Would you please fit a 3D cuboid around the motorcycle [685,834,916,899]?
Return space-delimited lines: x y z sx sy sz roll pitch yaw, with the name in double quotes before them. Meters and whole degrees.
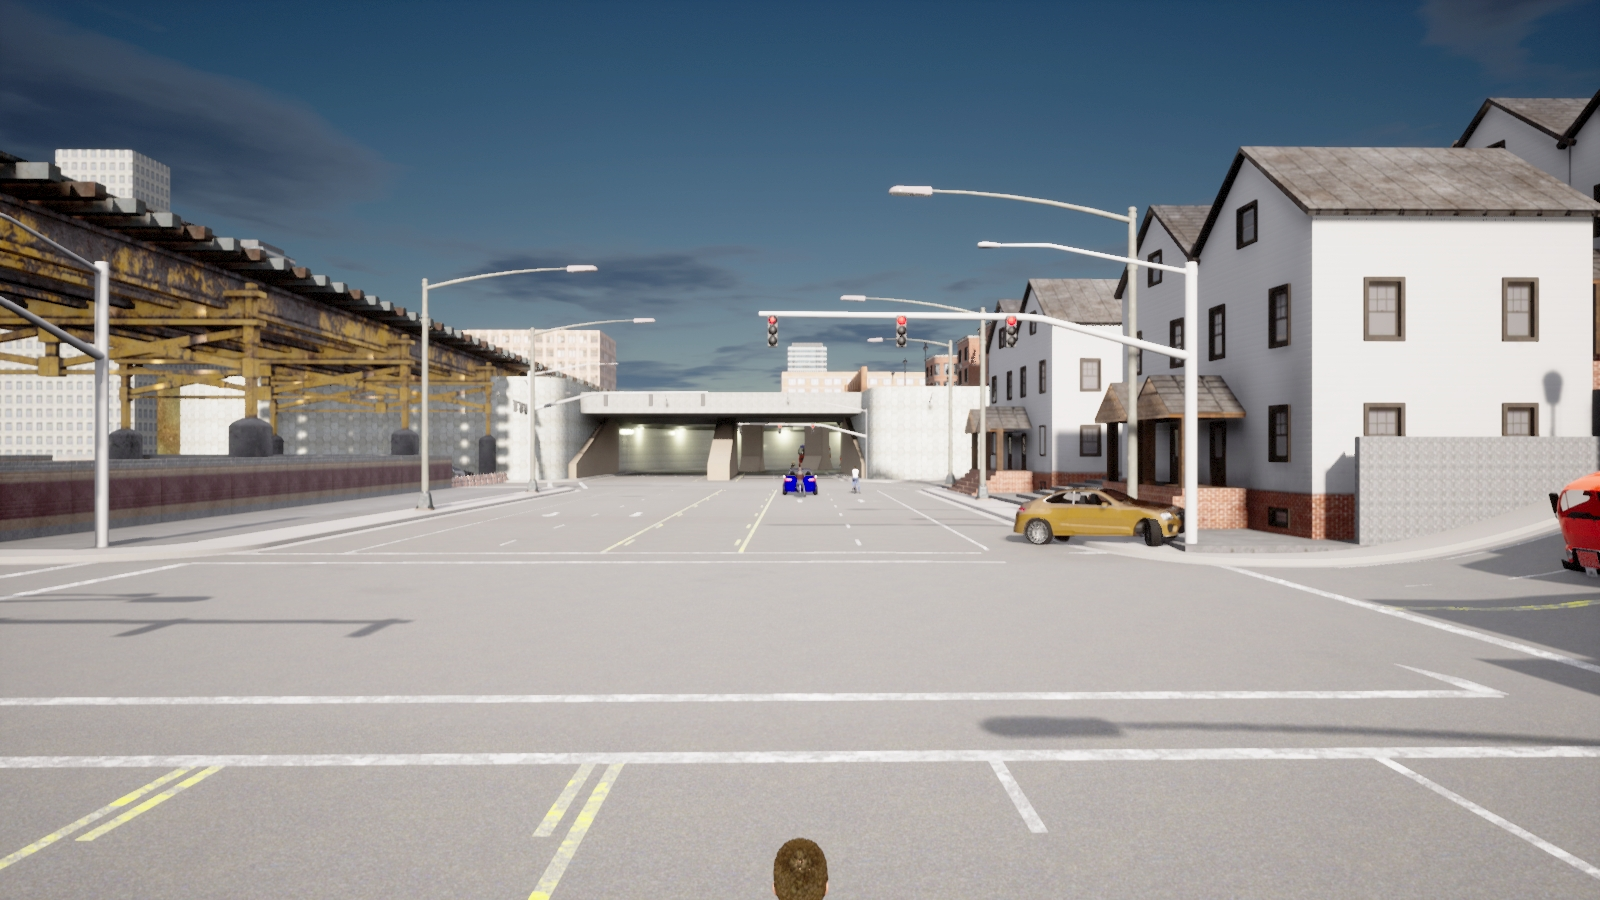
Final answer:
"motorcycle" 0.002 2.172 3.626 0.803 1.224 2.033 0 0 0

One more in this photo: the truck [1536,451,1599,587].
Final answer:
"truck" 18.366 0.881 22.796 5.204 2.467 2.627 -16 0 -1

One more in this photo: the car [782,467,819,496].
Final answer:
"car" 0.007 1.942 71.643 2.242 1.667 4.611 0 0 0

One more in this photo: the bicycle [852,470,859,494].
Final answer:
"bicycle" 3.507 2.018 72.556 0.373 1.521 1.643 0 0 0

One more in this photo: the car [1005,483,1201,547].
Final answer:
"car" 8.815 1.906 33.459 5.027 1.651 2.152 -3 0 36
